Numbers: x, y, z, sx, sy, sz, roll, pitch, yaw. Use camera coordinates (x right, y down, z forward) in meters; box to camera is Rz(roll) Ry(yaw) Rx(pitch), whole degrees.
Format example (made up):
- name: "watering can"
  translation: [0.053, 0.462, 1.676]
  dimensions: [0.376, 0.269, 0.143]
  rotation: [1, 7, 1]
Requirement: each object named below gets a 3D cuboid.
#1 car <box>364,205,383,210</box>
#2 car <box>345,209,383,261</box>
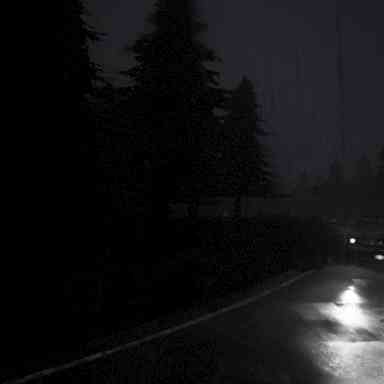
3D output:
- name: "car"
  translation: [14.111, 1.779, 25.333]
  dimensions: [2.128, 1.511, 4.902]
  rotation: [4, -2, 5]
- name: "car"
  translation: [6.462, 1.509, 11.312]
  dimensions: [1.895, 1.301, 4.718]
  rotation: [2, 2, 31]
